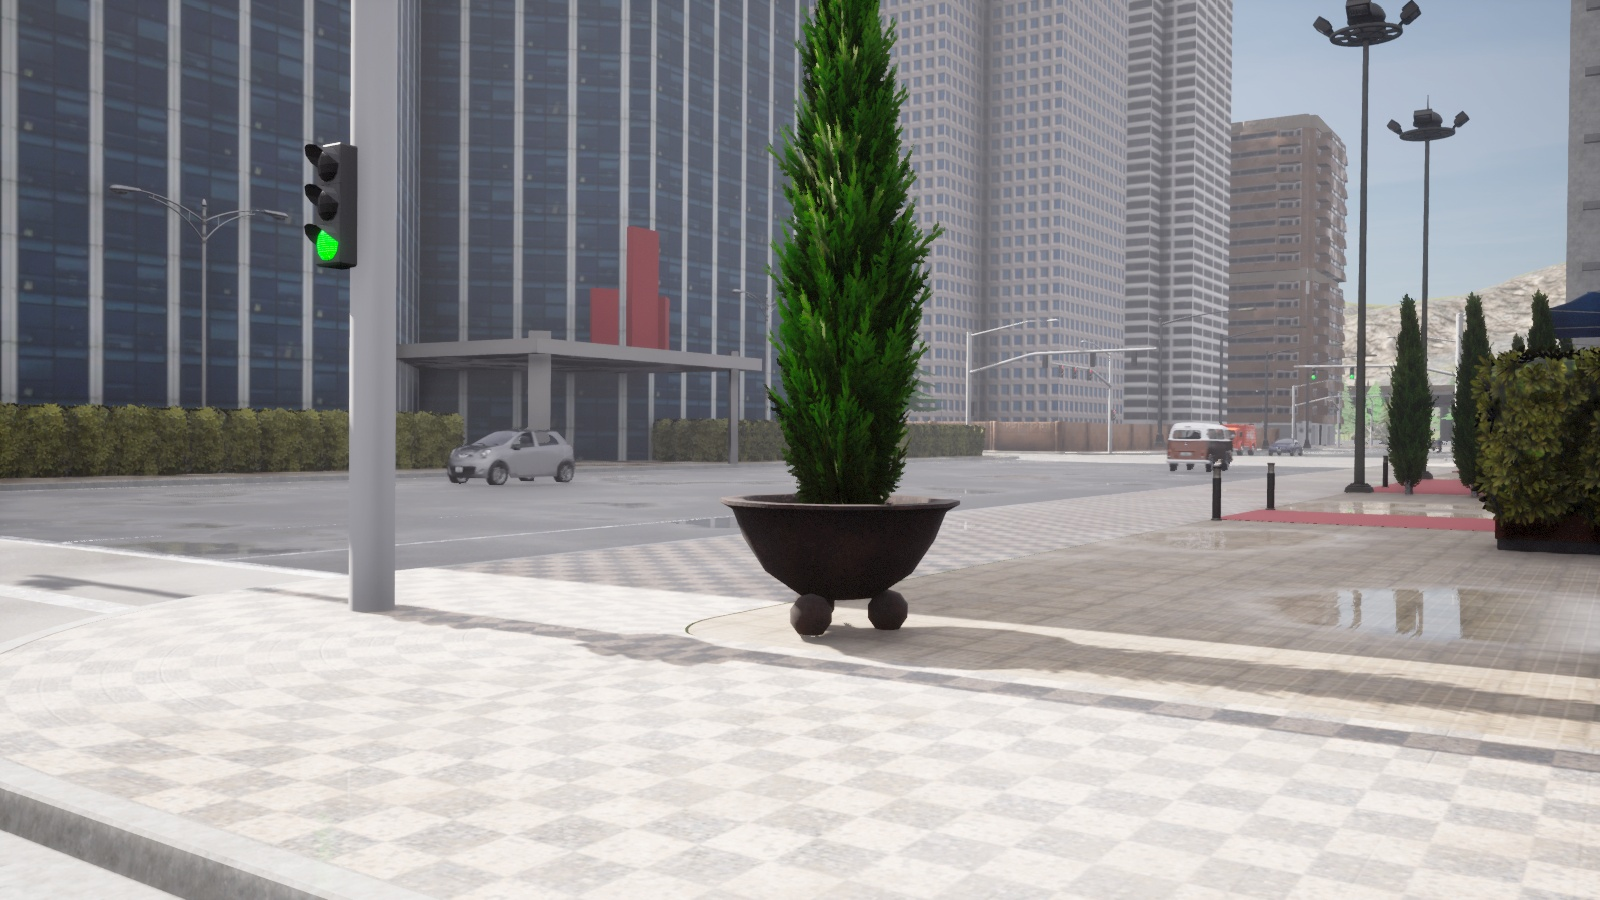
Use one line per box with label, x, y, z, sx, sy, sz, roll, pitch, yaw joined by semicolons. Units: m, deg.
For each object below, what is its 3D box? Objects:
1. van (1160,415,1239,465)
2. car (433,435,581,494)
van;17.026;-0.428;53.338;2.069;2.038;4.480;0;1;33
car;-7.917;0.350;34.220;1.845;1.501;3.633;0;1;33
